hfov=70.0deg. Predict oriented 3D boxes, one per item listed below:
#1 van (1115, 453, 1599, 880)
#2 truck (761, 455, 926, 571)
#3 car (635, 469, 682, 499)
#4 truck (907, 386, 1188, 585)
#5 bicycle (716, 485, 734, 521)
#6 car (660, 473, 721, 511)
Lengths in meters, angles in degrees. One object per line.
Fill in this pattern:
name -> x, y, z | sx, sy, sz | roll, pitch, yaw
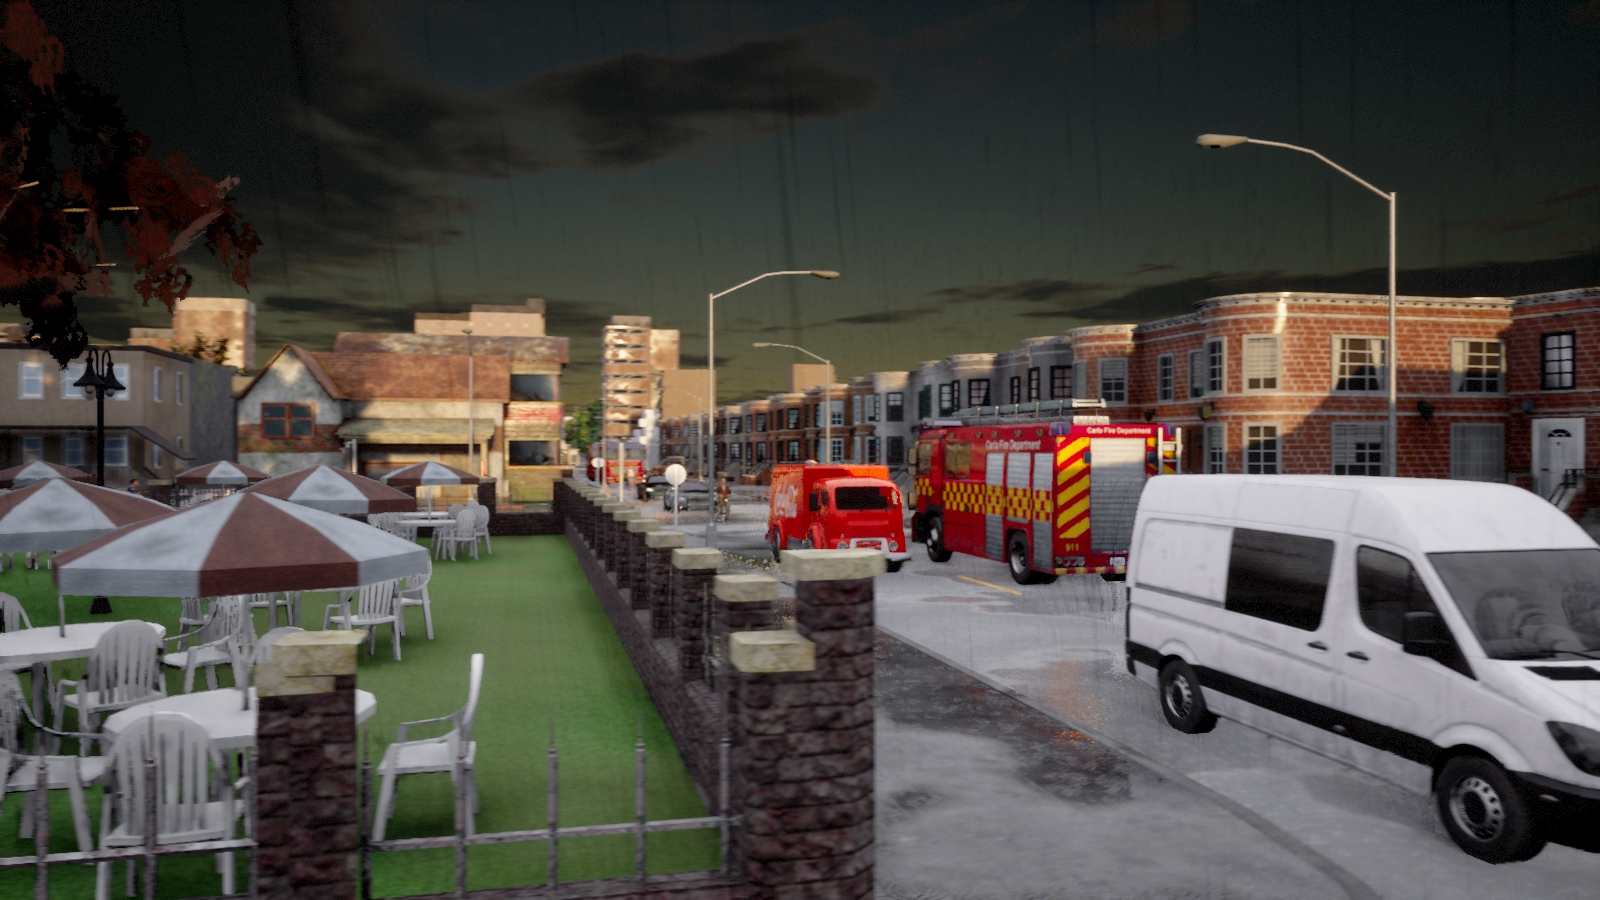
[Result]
van -> 5.128, 1.317, 9.934 | 1.988, 2.561, 5.915 | 0, 0, -14
truck -> 0.882, 1.361, 27.406 | 2.627, 2.467, 5.204 | 0, 0, -14
car -> -7.906, 1.855, 63.551 | 2.038, 1.542, 4.974 | 0, 0, -14
truck -> 5.275, 0.681, 26.471 | 2.891, 3.827, 8.468 | 0, 0, -14
bicycle -> -2.801, 1.963, 42.566 | 0.329, 1.271, 1.835 | 0, 0, -13
car -> -4.969, 1.846, 51.448 | 2.038, 1.542, 4.974 | 0, 0, -14
